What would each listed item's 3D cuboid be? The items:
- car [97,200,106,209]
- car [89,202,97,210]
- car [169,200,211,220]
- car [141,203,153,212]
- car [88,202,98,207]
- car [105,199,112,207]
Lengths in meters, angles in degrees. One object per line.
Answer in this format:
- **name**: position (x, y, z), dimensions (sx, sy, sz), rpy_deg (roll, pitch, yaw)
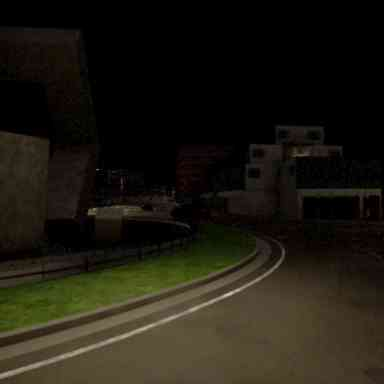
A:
- **car**: position (-21.644, 3.089, 76.115), dimensions (1.994, 1.385, 4.181), rpy_deg (0, -1, -6)
- **car**: position (-20.443, 2.915, 64.922), dimensions (1.895, 1.301, 4.718), rpy_deg (0, -1, -6)
- **car**: position (-0.199, 2.088, 37.018), dimensions (4.553, 1.767, 2.097), rpy_deg (-1, -1, 40)
- **car**: position (-7.949, 2.670, 58.901), dimensions (2.128, 1.511, 4.902), rpy_deg (0, -1, -9)
- **car**: position (-26.552, 3.322, 89.036), dimensions (1.812, 1.442, 4.674), rpy_deg (0, -1, -6)
- **car**: position (-23.276, 3.064, 91.311), dimensions (2.150, 2.045, 5.566), rpy_deg (0, -1, -6)
